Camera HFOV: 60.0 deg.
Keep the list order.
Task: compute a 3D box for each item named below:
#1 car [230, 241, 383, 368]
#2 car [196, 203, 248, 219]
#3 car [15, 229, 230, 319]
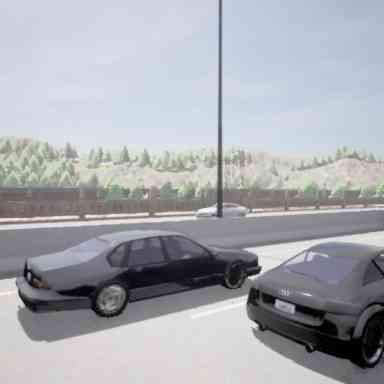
[{"bbox_3d":[2.939,1.587,5.838,4.181,1.385,1.994,0,0,-35],"label":"car"},{"bbox_3d":[2.533,1.597,27.179,4.674,1.442,1.812,1,0,-35],"label":"car"},{"bbox_3d":[-0.867,1.561,7.424,5.357,1.411,2.033,0,0,-35],"label":"car"}]
